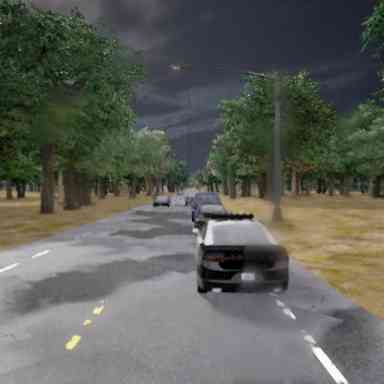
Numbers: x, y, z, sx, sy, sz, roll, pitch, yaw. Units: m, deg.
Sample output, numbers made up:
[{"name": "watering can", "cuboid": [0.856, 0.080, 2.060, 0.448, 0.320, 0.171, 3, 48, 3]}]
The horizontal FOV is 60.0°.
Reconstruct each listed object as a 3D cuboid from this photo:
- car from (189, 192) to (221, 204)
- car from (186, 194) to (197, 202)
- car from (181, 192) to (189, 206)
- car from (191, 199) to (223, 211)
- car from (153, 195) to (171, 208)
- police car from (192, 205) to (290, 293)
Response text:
[{"name": "car", "cuboid": [1.041, 1.024, 24.724, 2.150, 2.045, 5.566, 0, 1, 0]}, {"name": "car", "cuboid": [-0.022, 1.068, 60.619, 1.895, 1.301, 4.718, 0, 1, 0]}, {"name": "car", "cuboid": [0.013, 1.101, 46.140, 2.128, 1.511, 4.902, 0, 1, 0]}, {"name": "car", "cuboid": [1.043, 1.357, 18.694, 1.837, 1.490, 4.892, 0, 1, 0]}, {"name": "car", "cuboid": [-3.612, 1.137, 40.632, 1.882, 1.535, 5.008, 0, 1, 0]}, {"name": "police car", "cuboid": [1.047, 1.357, 8.800, 1.930, 1.638, 5.238, 0, 0, 0]}]
